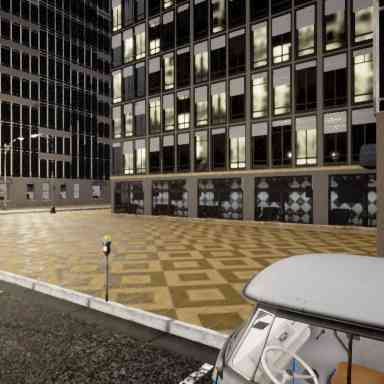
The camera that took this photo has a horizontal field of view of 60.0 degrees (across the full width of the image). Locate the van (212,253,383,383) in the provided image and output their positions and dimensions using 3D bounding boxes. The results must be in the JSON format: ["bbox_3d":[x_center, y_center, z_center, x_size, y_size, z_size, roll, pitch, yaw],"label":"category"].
[{"bbox_3d":[1.918,1.341,1.510,3.998,1.788,1.690,0,0,35],"label":"van"}]
